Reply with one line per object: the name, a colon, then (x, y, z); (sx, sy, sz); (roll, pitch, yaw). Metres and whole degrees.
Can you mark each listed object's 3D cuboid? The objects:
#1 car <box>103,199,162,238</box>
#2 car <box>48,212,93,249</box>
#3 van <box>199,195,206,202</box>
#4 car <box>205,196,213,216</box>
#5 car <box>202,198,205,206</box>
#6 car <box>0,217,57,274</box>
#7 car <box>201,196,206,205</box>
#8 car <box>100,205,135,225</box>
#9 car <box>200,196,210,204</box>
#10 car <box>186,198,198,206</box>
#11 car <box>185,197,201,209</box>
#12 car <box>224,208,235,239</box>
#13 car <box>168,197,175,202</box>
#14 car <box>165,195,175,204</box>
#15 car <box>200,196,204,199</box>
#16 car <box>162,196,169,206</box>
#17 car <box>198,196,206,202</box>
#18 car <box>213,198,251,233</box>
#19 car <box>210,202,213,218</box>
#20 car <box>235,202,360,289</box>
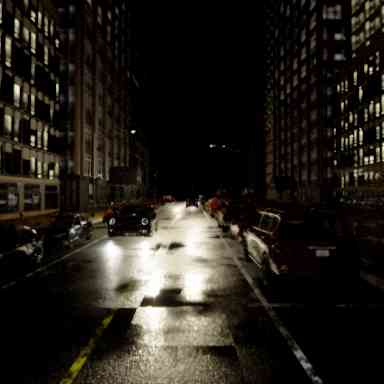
car: (-3.068, 1.437, 18.025); (2.097, 1.767, 4.553); (0, 0, 0)
car: (-5.686, 1.622, 14.786); (2.008, 1.369, 4.403); (0, 0, 0)
van: (2.695, 1.743, 86.798); (1.690, 1.788, 3.998); (0, 0, 0)
car: (2.696, 1.463, 31.407); (2.192, 1.841, 5.009); (0, 0, 0)
car: (2.695, 1.750, 42.484); (2.008, 1.369, 4.403); (0, 0, 0)
car: (-5.686, 1.611, 9.247); (1.947, 1.339, 4.313); (0, 0, 0)
car: (2.695, 1.751, 48.193); (1.752, 1.417, 4.829); (0, 0, 0)
car: (-5.685, 1.704, 25.865); (1.802, 1.307, 4.206); (0, 0, 0)
car: (2.695, 1.766, 70.180); (1.967, 1.590, 4.097); (0, 0, 0)
car: (0.002, 1.850, 61.212); (1.994, 1.385, 4.181); (0, 0, 0)
car: (0.001, 1.765, 51.204); (1.812, 1.442, 4.674); (0, 0, 0)
car: (2.695, 1.615, 14.787); (1.887, 1.381, 4.507); (0, 0, 0)
car: (-5.686, 1.971, 92.337); (1.887, 1.381, 4.507); (0, 0, 0)
car: (-5.685, 1.666, 75.720); (2.192, 1.841, 5.009); (0, 0, 0)
car: (2.695, 1.842, 59.101); (1.947, 1.339, 4.313); (0, 0, 0)
car: (-5.685, 1.858, 59.101); (1.802, 1.307, 4.206); (0, 0, 0)
car: (2.695, 1.867, 92.337); (1.967, 1.590, 4.097); (0, 0, 0)
car: (2.696, 1.411, 20.328); (2.192, 1.841, 5.009); (0, 0, 0)
car: (2.695, 1.688, 25.866); (1.947, 1.339, 4.313); (0, 0, 0)
car: (2.696, 1.360, 9.249); (2.192, 1.841, 5.009); (0, 0, 0)
